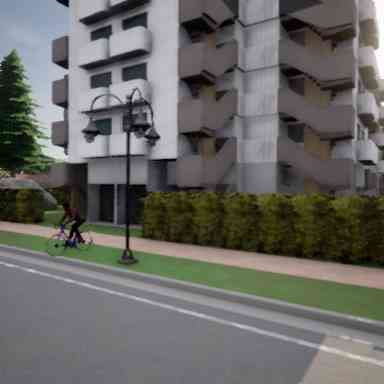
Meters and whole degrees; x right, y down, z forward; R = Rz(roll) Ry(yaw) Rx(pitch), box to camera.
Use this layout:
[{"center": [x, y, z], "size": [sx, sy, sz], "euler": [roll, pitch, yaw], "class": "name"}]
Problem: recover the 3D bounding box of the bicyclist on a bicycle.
[{"center": [-3.775, 1.140, 10.340], "size": [0.582, 1.620, 1.656], "euler": [1, 1, 34], "class": "bicyclist on a bicycle"}]
